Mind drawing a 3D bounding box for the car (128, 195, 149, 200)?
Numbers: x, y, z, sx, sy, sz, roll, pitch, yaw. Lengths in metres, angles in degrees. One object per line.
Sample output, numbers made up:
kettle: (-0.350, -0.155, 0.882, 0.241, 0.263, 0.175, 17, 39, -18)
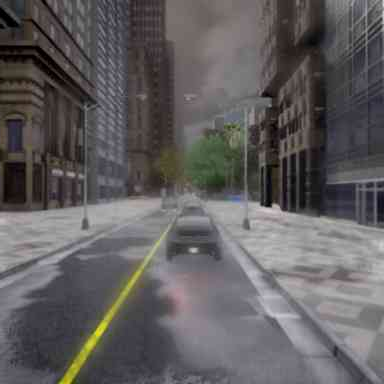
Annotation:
car: (-15.028, 1.614, 90.927, 4.829, 1.417, 1.752, 1, -2, 0)

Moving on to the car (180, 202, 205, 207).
car: (0.071, 1.580, 27.987, 1.837, 1.490, 4.892, 0, 0, 0)

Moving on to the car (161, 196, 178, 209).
car: (-3.082, 1.481, 46.240, 2.097, 1.767, 4.553, 0, 0, 0)

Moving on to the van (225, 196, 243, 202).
van: (11.892, 1.874, 90.824, 3.998, 1.788, 1.690, 1, -2, 0)

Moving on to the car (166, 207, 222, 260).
car: (0.068, 1.536, 12.577, 1.837, 1.490, 4.892, 0, 0, 0)
